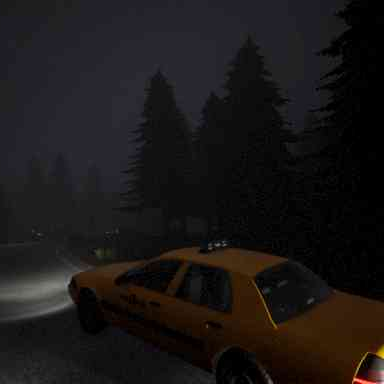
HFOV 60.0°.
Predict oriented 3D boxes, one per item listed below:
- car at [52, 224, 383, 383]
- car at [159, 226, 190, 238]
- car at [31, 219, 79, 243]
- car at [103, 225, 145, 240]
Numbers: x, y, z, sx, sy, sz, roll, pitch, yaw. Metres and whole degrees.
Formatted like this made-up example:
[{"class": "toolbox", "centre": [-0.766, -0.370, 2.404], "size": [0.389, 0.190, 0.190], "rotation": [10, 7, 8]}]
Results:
[{"class": "car", "centre": [0.111, 1.441, 4.761], "size": [5.366, 1.575, 1.801], "rotation": [0, 1, 43]}, {"class": "car", "centre": [-2.326, 5.543, 46.289], "size": [1.882, 1.535, 5.008], "rotation": [-5, -8, 30]}, {"class": "car", "centre": [-12.397, 3.547, 30.789], "size": [2.150, 2.045, 5.566], "rotation": [-4, -8, 10]}, {"class": "car", "centre": [-7.450, 4.510, 36.984], "size": [2.033, 1.411, 5.357], "rotation": [-4, -8, 20]}]
